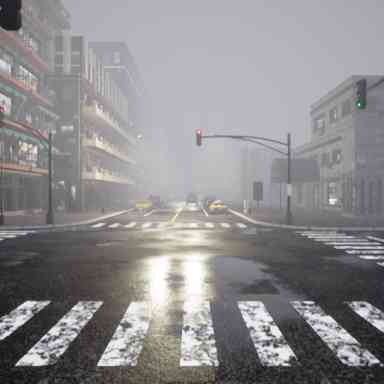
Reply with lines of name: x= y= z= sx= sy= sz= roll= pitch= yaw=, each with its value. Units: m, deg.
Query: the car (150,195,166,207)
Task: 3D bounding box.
car: x=-5.691 y=1.342 z=50.486 sx=2.192 sy=1.841 sz=5.009 roll=0 pitch=0 yaw=0

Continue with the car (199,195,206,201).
car: x=2.684 y=1.616 z=89.432 sx=1.752 sy=1.417 sz=4.829 roll=0 pitch=0 yaw=0

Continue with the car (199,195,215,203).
car: x=2.689 y=1.342 z=50.488 sx=2.192 sy=1.841 sz=5.009 roll=0 pitch=0 yaw=0

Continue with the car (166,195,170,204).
car: x=-5.694 y=1.592 z=61.565 sx=2.008 sy=1.369 sz=4.403 roll=0 pitch=0 yaw=0

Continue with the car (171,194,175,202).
car: x=-5.695 y=1.614 z=78.183 sx=1.887 sy=1.381 sz=4.507 roll=0 pitch=0 yaw=0

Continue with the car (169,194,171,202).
car: x=-5.694 y=1.575 z=66.934 sx=1.752 sy=1.417 sz=4.829 roll=0 pitch=0 yaw=0

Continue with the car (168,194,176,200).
car: x=-5.696 y=1.418 z=94.801 sx=2.192 sy=1.841 sz=5.009 roll=0 pitch=0 yaw=0

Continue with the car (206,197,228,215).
car: x=2.690 y=1.538 z=34.040 sx=1.752 sy=1.417 sz=4.829 roll=0 pitch=0 yaw=0

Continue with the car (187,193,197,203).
car: x=-0.006 y=1.170 z=70.709 sx=2.150 sy=2.045 sz=5.566 roll=0 pitch=0 yaw=0

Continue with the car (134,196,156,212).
car: x=-5.692 y=1.542 z=39.237 sx=1.752 sy=1.417 sz=4.829 roll=0 pitch=0 yaw=0

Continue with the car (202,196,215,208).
car: x=2.689 y=1.604 z=44.949 sx=1.802 sy=1.307 sz=4.206 roll=0 pitch=0 yaw=0

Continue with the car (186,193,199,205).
car: x=-0.005 y=1.392 z=60.646 sx=2.097 sy=1.767 sz=4.553 roll=0 pitch=0 yaw=0

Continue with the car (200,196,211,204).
car: x=2.687 y=1.601 z=67.105 sx=2.008 sy=1.369 sz=4.403 roll=0 pitch=0 yaw=0

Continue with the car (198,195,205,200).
car: x=2.683 y=1.653 z=94.801 sx=2.008 sy=1.369 sz=4.403 roll=0 pitch=0 yaw=0
